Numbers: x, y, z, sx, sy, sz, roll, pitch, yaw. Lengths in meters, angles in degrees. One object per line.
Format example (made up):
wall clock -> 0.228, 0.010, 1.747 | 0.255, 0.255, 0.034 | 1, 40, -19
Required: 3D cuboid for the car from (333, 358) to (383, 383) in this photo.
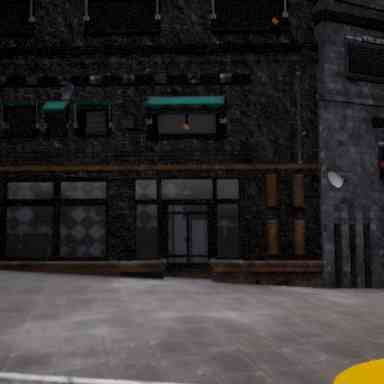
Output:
car -> 3.584, 1.826, 2.437 | 5.008, 1.535, 1.882 | 3, -4, -3
